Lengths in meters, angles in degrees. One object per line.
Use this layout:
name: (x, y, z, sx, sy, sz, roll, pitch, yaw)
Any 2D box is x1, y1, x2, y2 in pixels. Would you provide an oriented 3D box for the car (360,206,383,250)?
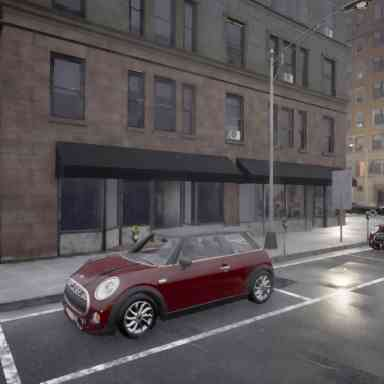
car: (8.632, 1.445, 12.872, 4.097, 1.590, 1.967, 0, 0, -35)

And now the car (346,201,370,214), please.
car: (15.589, 1.531, 30.734, 1.895, 1.301, 4.718, 1, 0, -36)

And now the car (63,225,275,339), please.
car: (-0.327, 1.441, 6.513, 4.097, 1.590, 1.967, 0, 0, -35)
